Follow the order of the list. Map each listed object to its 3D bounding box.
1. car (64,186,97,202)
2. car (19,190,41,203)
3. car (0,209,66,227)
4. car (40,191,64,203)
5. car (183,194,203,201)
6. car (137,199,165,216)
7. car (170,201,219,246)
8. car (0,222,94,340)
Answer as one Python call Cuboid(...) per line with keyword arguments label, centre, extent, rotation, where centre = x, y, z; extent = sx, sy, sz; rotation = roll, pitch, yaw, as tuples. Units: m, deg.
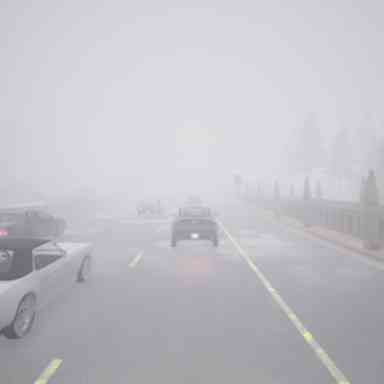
Cuboid(label="car", centre=(-14.046, 0.326, 43.017), extent=(2.150, 2.045, 5.566), rotation=(0, 4, 0))
Cuboid(label="car", centre=(-21.040, 0.526, 44.078), extent=(2.128, 1.511, 4.902), rotation=(0, 4, 0))
Cuboid(label="car", centre=(-6.894, 1.381, 13.524), extent=(2.033, 1.411, 5.357), rotation=(0, 1, 0))
Cuboid(label="car", centre=(-17.546, 0.647, 43.402), extent=(1.994, 1.385, 4.181), rotation=(0, 4, 0))
Cuboid(label="car", centre=(0.115, 1.002, 35.537), extent=(1.837, 1.490, 4.892), rotation=(0, 2, 0))
Cuboid(label="car", centre=(-3.388, 1.257, 28.089), extent=(1.895, 1.301, 4.718), rotation=(0, 1, 0))
Cuboid(label="car", centre=(0.106, 1.326, 14.303), extent=(1.837, 1.490, 4.892), rotation=(0, 0, 0))
Cuboid(label="car", centre=(-3.397, 1.522, 6.337), extent=(1.895, 1.301, 4.718), rotation=(0, 1, 0))
